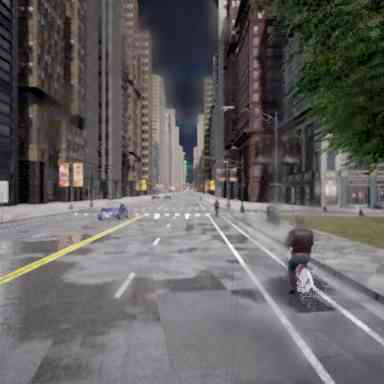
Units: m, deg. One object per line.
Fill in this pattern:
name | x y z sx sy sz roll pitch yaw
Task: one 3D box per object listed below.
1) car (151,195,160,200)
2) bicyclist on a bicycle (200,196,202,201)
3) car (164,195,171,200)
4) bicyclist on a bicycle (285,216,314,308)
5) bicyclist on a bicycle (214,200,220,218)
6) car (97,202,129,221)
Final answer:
car | -9.744 1.409 89.122 1.994 1.385 4.181 0 0 0
bicyclist on a bicycle | 2.256 1.686 84.207 0.582 1.620 1.656 0 -1 0
car | -6.494 1.396 89.121 2.033 1.411 5.357 0 0 0
bicyclist on a bicycle | 2.243 1.386 7.106 0.659 1.776 1.843 0 0 0
bicyclist on a bicycle | 2.253 1.540 30.147 0.582 1.620 1.656 0 -1 0
car | -6.543 1.604 28.039 1.812 1.442 4.674 0 0 1
